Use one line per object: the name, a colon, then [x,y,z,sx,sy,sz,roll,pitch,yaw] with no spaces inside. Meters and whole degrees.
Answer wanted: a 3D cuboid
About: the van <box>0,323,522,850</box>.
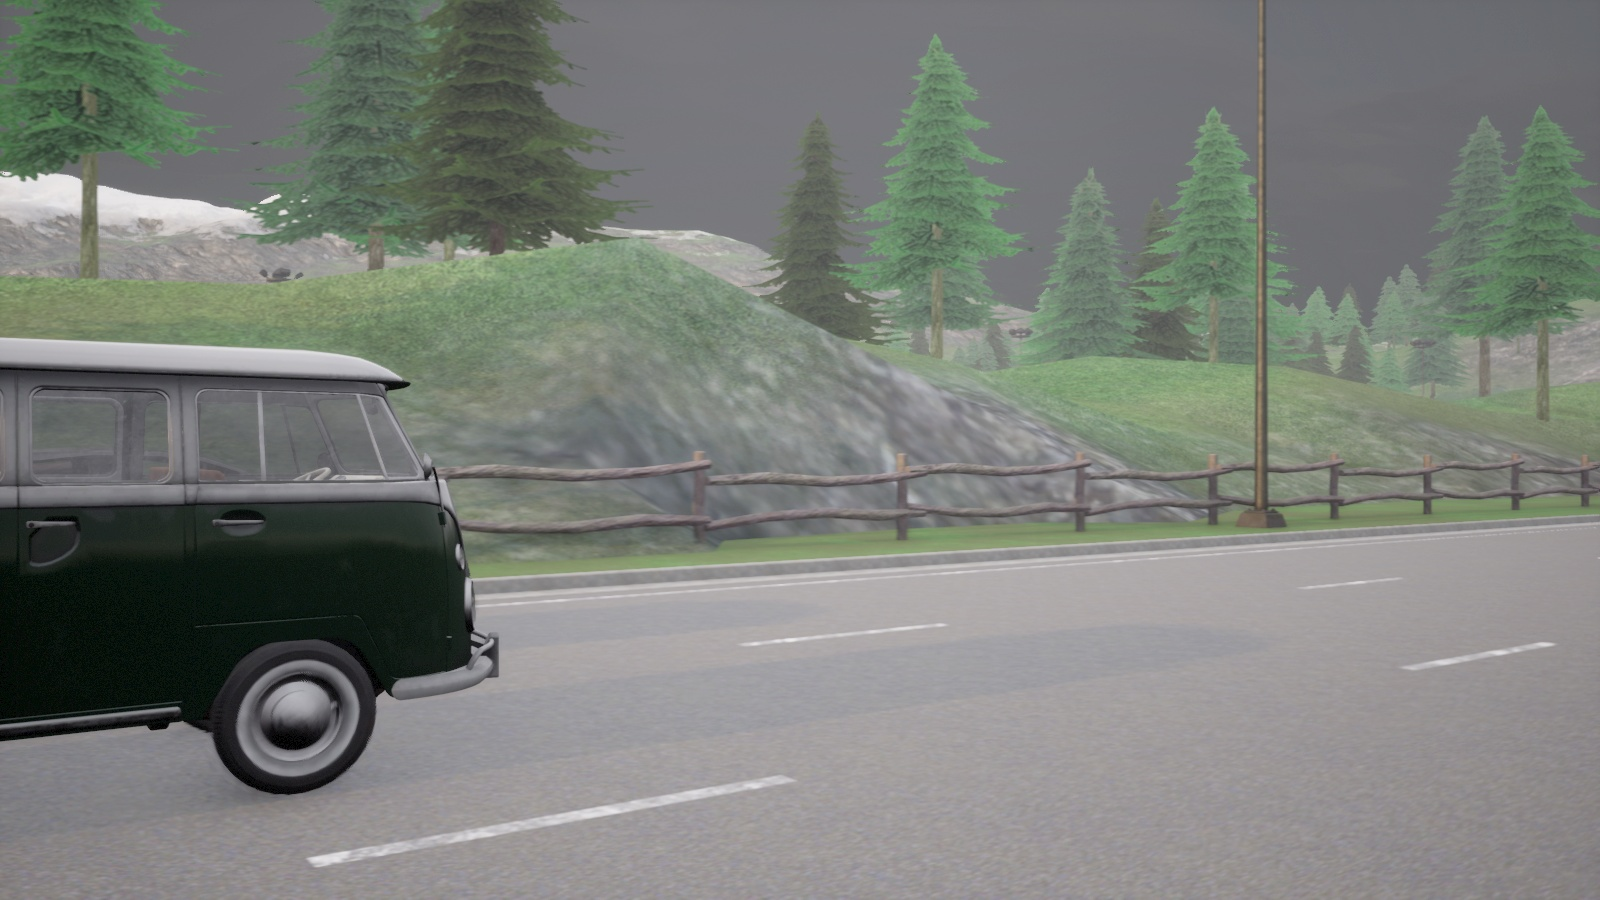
van: [-3.643,0.518,5.388,4.442,1.987,1.775,0,0,-35]
